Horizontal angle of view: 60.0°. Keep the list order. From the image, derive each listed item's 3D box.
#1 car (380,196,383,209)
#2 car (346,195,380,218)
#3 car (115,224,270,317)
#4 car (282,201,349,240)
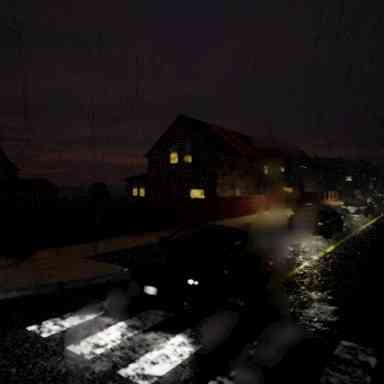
[{"bbox_3d":[19.847,1.019,35.595,1.895,1.301,4.718,1,2,36],"label":"car"},{"bbox_3d":[12.898,1.073,25.810,2.128,1.511,4.902,1,1,35],"label":"car"},{"bbox_3d":[0.277,1.459,7.401,1.994,1.385,4.181,1,2,30],"label":"car"},{"bbox_3d":[5.804,1.313,15.768,1.994,1.385,4.181,1,2,35],"label":"car"}]
